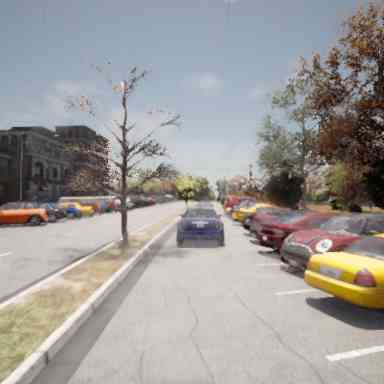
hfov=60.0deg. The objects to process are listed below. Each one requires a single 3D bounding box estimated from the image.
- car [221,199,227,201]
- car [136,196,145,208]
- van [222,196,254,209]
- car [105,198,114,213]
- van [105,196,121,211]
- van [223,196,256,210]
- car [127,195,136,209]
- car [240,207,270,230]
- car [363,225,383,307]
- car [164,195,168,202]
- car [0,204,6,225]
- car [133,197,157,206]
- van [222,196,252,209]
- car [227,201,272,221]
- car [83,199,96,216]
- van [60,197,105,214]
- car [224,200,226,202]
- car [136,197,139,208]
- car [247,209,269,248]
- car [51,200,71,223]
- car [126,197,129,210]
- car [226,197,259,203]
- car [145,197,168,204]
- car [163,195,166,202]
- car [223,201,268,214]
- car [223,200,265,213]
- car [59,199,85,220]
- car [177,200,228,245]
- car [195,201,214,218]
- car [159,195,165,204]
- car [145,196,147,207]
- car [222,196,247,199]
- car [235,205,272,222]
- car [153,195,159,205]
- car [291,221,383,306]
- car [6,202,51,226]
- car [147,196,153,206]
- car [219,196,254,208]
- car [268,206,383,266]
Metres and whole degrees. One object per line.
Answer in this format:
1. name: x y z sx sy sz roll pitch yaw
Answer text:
1. car: 5.845 1.744 33.717 5.366 1.575 1.946 1 0 -16
2. car: -10.885 1.660 53.715 5.566 2.045 2.435 -1 0 -16
3. van: 7.119 1.661 51.551 4.442 1.987 1.878 1 0 -16
4. car: -11.920 1.821 38.716 4.792 1.488 2.163 -1 0 -16
5. van: -11.580 1.588 41.771 4.442 1.987 1.878 -1 -1 -16
6. van: 6.917 1.638 48.580 4.442 1.987 1.878 1 0 -16
7. car: -11.301 1.612 47.721 5.566 2.045 2.435 -1 0 -16
8. car: 5.094 1.641 15.990 4.792 1.488 2.163 1 0 -18
9. car: 4.828 1.395 4.156 4.553 1.767 2.185 1 -1 -19
10. car: -8.953 1.865 80.742 5.566 2.045 2.435 -1 0 -16
11. car: -13.073 1.616 17.636 5.008 1.535 2.097 -1 0 -18
12. car: -9.775 1.905 68.725 4.553 1.767 2.185 -1 0 -16
13. van: 7.321 1.684 54.522 4.442 1.987 1.878 1 0 -16
14. car: 5.497 1.680 24.886 5.008 1.535 2.097 1 -1 -17
15. car: -12.465 1.741 32.656 5.366 1.575 1.946 -1 0 -17
16. van: -11.986 1.539 35.760 4.442 1.987 1.878 -1 -1 -16
17. car: 5.832 1.727 30.810 4.892 1.521 2.231 1 -1 -16
18. car: -11.067 1.887 50.729 5.008 1.535 2.097 -1 -1 -16
19. car: 5.023 1.589 13.046 5.008 1.535 2.097 1 -1 -18
20. car: -12.635 1.693 26.693 4.892 1.521 2.231 -1 0 -17
21. car: -11.483 1.839 44.733 5.008 1.535 2.097 -1 -1 -16
22. car: 5.637 1.577 27.840 4.553 1.767 2.185 1 -1 -17
23. car: -8.883 2.124 83.717 5.366 1.575 1.946 -1 0 -16
24. car: -9.146 2.140 77.745 4.674 1.452 2.002 -1 -1 -16
25. car: 6.388 1.825 39.695 4.792 1.488 2.163 1 0 -16
26. car: 6.645 1.849 42.688 4.792 1.488 2.163 1 -1 -16
27. car: -12.484 1.717 29.708 5.008 1.535 2.097 -1 -1 -17
28. car: 0.435 1.484 16.455 2.097 1.767 4.553 0 0 2
29. car: 1.340 1.752 34.412 1.882 1.535 5.008 0 0 4
30. car: -9.372 2.079 74.728 5.008 1.535 2.097 -1 -1 -16
31. car: -10.620 1.964 56.735 4.792 1.488 2.163 -1 -1 -16
32. car: 6.244 1.522 36.752 5.566 2.045 2.435 1 -1 -16
33. car: 5.264 1.665 18.980 4.792 1.488 2.163 1 -1 -18
34. car: -9.998 1.755 65.737 5.566 2.045 2.435 -1 -1 -16
35. car: 5.072 1.543 7.187 5.366 1.575 1.946 1 -1 -19
36. car: -12.784 1.541 23.678 4.553 1.767 2.185 -1 0 -17
37. car: -10.418 1.707 59.738 5.566 2.045 2.435 -1 -1 -16
38. car: 7.665 1.684 57.536 5.566 2.045 2.435 1 -1 -16
39. car: 4.987 1.441 10.091 4.553 1.767 2.185 1 0 -18
